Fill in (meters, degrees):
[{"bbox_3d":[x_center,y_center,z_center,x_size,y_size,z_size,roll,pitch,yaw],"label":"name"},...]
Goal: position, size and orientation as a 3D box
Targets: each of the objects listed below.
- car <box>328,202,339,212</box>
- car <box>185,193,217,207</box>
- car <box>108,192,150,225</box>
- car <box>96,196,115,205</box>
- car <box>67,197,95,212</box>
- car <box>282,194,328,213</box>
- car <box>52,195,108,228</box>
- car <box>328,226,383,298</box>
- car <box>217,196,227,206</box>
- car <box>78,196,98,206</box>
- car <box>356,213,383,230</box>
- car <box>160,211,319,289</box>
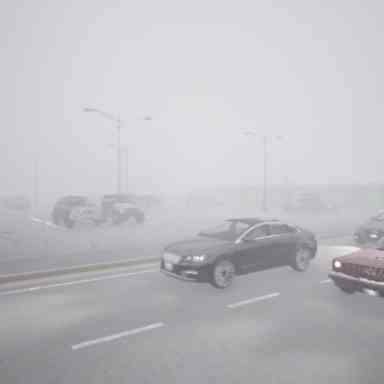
[{"bbox_3d":[13.536,1.377,35.345,1.970,1.475,3.806,0,0,-36],"label":"car"},{"bbox_3d":[0.968,1.124,47.910,1.932,1.855,4.605,0,0,-36],"label":"car"},{"bbox_3d":[-4.767,1.141,22.227,1.905,1.878,3.866,0,0,-36],"label":"car"},{"bbox_3d":[-14.461,1.326,55.332,1.784,1.438,3.905,0,0,-36],"label":"car"},{"bbox_3d":[-12.725,1.369,38.009,1.970,1.475,3.806,0,0,-36],"label":"car"},{"bbox_3d":[11.175,1.138,33.670,1.905,1.878,3.866,0,0,-36],"label":"car"},{"bbox_3d":[-7.153,1.139,20.588,1.932,1.855,4.605,0,0,-36],"label":"car"},{"bbox_3d":[5.228,1.597,7.579,4.718,1.301,1.895,0,0,-34],"label":"car"},{"bbox_3d":[3.361,1.334,49.543,1.784,1.438,3.905,0,0,-36],"label":"car"},{"bbox_3d":[-16.816,1.358,53.649,1.970,1.475,3.806,0,0,-36],"label":"car"},{"bbox_3d":[8.826,1.557,14.268,4.181,1.385,1.994,0,0,-34],"label":"car"},{"bbox_3d":[1.466,1.486,9.239,4.902,1.511,2.128,0,0,-35],"label":"car"}]
